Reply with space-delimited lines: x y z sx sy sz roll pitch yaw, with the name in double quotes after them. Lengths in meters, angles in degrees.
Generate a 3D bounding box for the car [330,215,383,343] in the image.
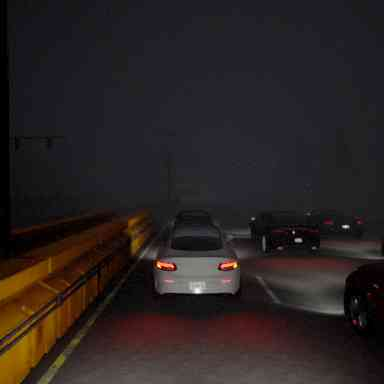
3.594 1.352 3.754 2.097 1.767 4.553 0 0 0 "car"

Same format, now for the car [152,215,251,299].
0.093 1.526 8.304 1.812 1.442 4.674 0 0 0 "car"

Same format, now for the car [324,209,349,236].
7.085 1.564 17.315 1.994 1.385 4.181 0 0 0 "car"

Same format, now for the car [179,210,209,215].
0.086 1.601 17.426 1.895 1.301 4.718 0 0 0 "car"

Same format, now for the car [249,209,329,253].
3.589 1.478 13.700 1.882 1.535 5.008 0 0 0 "car"
